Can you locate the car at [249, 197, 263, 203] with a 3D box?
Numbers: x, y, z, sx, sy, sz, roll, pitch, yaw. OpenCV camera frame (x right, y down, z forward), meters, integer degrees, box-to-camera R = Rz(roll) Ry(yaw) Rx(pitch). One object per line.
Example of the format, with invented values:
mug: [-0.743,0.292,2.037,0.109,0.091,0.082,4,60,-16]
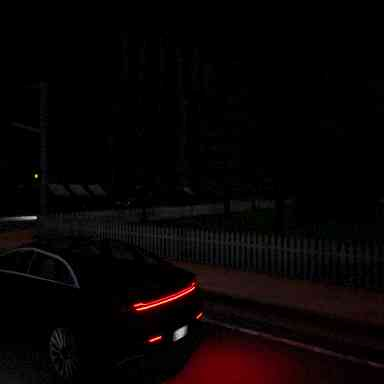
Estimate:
car: [12.360,1.601,61.861,1.895,1.301,4.718,0,0,34]

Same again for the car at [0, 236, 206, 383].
car: [-2.104,1.491,5.443,4.902,1.511,2.128,0,0,36]

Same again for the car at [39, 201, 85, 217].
car: [-12.356,1.564,31.856,1.994,1.385,4.181,0,0,34]

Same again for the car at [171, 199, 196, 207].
car: [-1.376,1.601,48.097,1.895,1.301,4.718,0,0,34]

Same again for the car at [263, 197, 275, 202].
car: [15.238,1.547,59.874,2.033,1.411,5.357,0,0,34]

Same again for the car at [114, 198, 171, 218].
car: [-4.649,1.547,30.403,2.033,1.411,5.357,0,0,34]
